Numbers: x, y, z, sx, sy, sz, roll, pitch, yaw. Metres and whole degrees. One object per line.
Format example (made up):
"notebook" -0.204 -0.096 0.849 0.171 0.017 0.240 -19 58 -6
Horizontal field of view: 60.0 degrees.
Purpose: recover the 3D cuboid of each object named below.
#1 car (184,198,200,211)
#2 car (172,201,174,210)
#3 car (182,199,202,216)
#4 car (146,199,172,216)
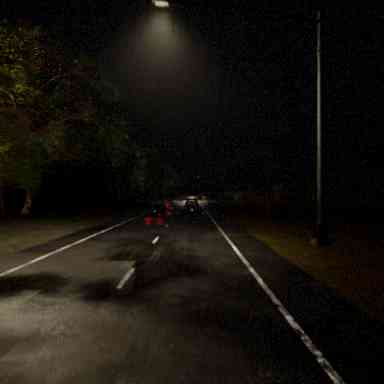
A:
"car" 0.014 1.668 45.182 2.128 1.511 4.902 0 0 0
"car" -3.483 1.702 45.427 1.812 1.442 4.674 0 0 0
"car" 0.003 1.698 33.937 1.994 1.385 4.181 0 0 0
"car" -3.498 1.625 33.760 2.128 1.511 4.902 0 0 0
